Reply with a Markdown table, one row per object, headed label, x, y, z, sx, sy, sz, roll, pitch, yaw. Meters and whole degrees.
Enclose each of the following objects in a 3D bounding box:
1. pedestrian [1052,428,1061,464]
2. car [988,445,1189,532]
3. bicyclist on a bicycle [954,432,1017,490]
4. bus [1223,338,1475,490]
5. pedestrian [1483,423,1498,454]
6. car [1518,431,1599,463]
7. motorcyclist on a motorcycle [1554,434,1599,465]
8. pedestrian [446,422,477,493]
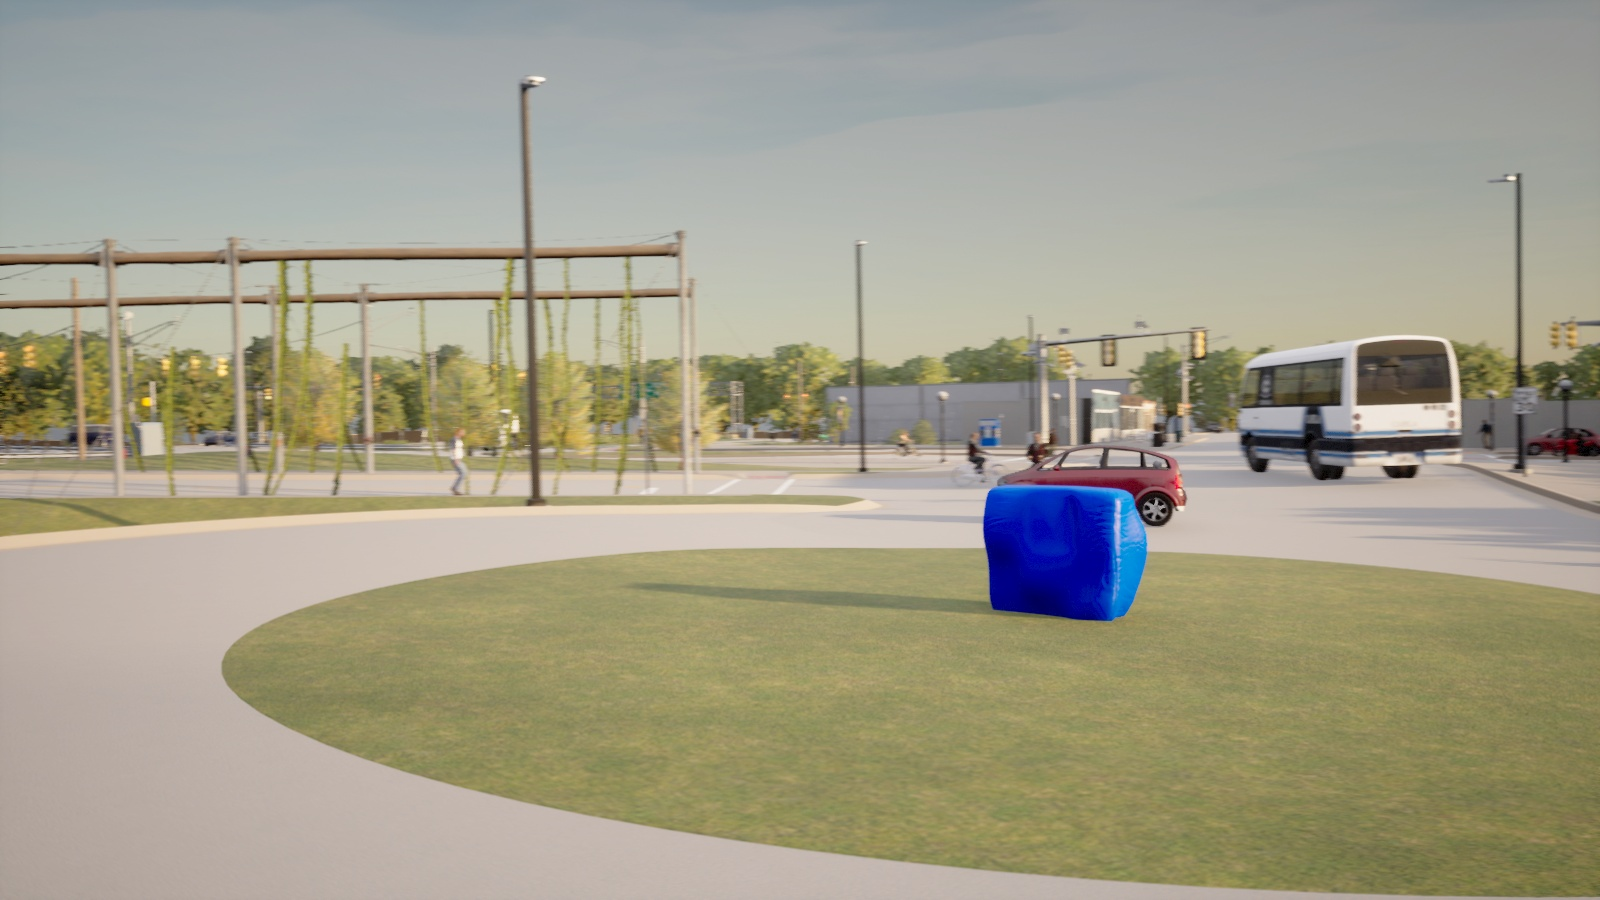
| label | x | y | z | sx | sy | sz | roll | pitch | yaw |
| --- | --- | --- | --- | --- | --- | --- | --- | --- | --- |
| pedestrian | 13.511 | -0.217 | 66.134 | 0.431 | 1.840 | 0.703 | 0 | 2 | 16 |
| car | 5.669 | 0.715 | 24.764 | 3.705 | 1.549 | 1.789 | 1 | 1 | 13 |
| bicyclist on a bicycle | 5.952 | 0.350 | 40.370 | 1.843 | 1.776 | 0.659 | -2 | 2 | -6 |
| bus | 17.466 | -1.166 | 41.134 | 3.944 | 4.253 | 10.273 | -1 | 1 | 2 |
| pedestrian | 41.340 | -0.671 | 75.183 | 0.726 | 1.835 | 0.370 | -1 | 2 | -16 |
| car | 41.174 | -0.180 | 67.667 | 3.988 | 1.617 | 1.851 | 2 | 1 | 21 |
| motorcyclist on a motorcycle | 39.793 | -0.040 | 64.094 | 2.044 | 1.523 | 0.797 | 2 | 2 | 17 |
| pedestrian | -8.887 | 0.187 | 32.968 | 0.706 | 1.836 | 0.354 | -1 | 2 | -6 |
